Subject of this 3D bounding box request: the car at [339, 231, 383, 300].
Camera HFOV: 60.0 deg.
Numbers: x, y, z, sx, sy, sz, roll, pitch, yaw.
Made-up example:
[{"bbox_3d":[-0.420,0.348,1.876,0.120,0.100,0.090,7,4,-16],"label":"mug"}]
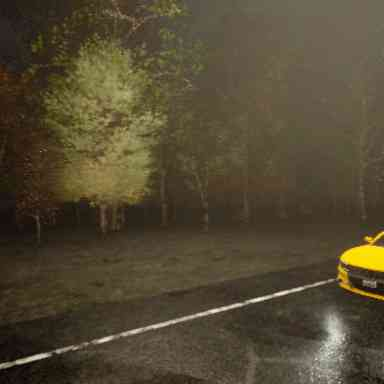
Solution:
[{"bbox_3d":[5.484,1.527,7.909,5.008,1.535,1.882,0,0,-36],"label":"car"}]
